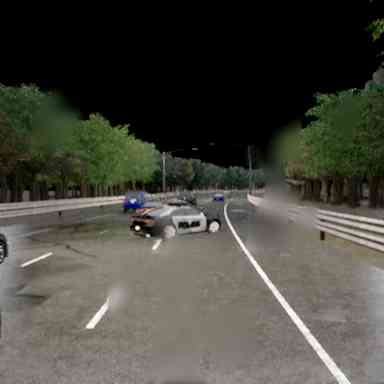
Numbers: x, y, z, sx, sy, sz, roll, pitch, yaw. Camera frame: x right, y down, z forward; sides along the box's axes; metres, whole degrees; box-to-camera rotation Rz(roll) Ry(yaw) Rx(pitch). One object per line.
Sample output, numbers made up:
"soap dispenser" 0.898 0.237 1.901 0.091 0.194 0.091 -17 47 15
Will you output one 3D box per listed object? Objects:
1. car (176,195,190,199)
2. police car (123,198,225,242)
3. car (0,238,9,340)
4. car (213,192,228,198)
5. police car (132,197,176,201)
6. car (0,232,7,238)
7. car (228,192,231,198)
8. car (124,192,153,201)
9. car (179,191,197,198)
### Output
"car" -1.788 1.320 35.045 2.033 1.411 5.357 0 0 5
"police car" -0.568 1.336 16.272 1.930 1.638 5.238 0 1 44
"car" -3.482 1.483 2.522 2.128 1.511 4.902 0 0 1
"car" 4.960 1.007 60.606 1.882 1.535 5.008 0 1 10
"police car" -2.643 1.358 24.220 2.038 1.542 4.974 0 0 4
"car" -6.724 1.317 8.405 2.097 1.767 4.553 0 0 1
"car" 7.981 0.717 77.441 2.128 1.511 4.902 0 1 12
"car" -5.291 1.005 33.715 2.150 2.045 5.566 0 0 5
"car" -0.640 0.915 45.870 2.150 2.045 5.566 0 0 7
